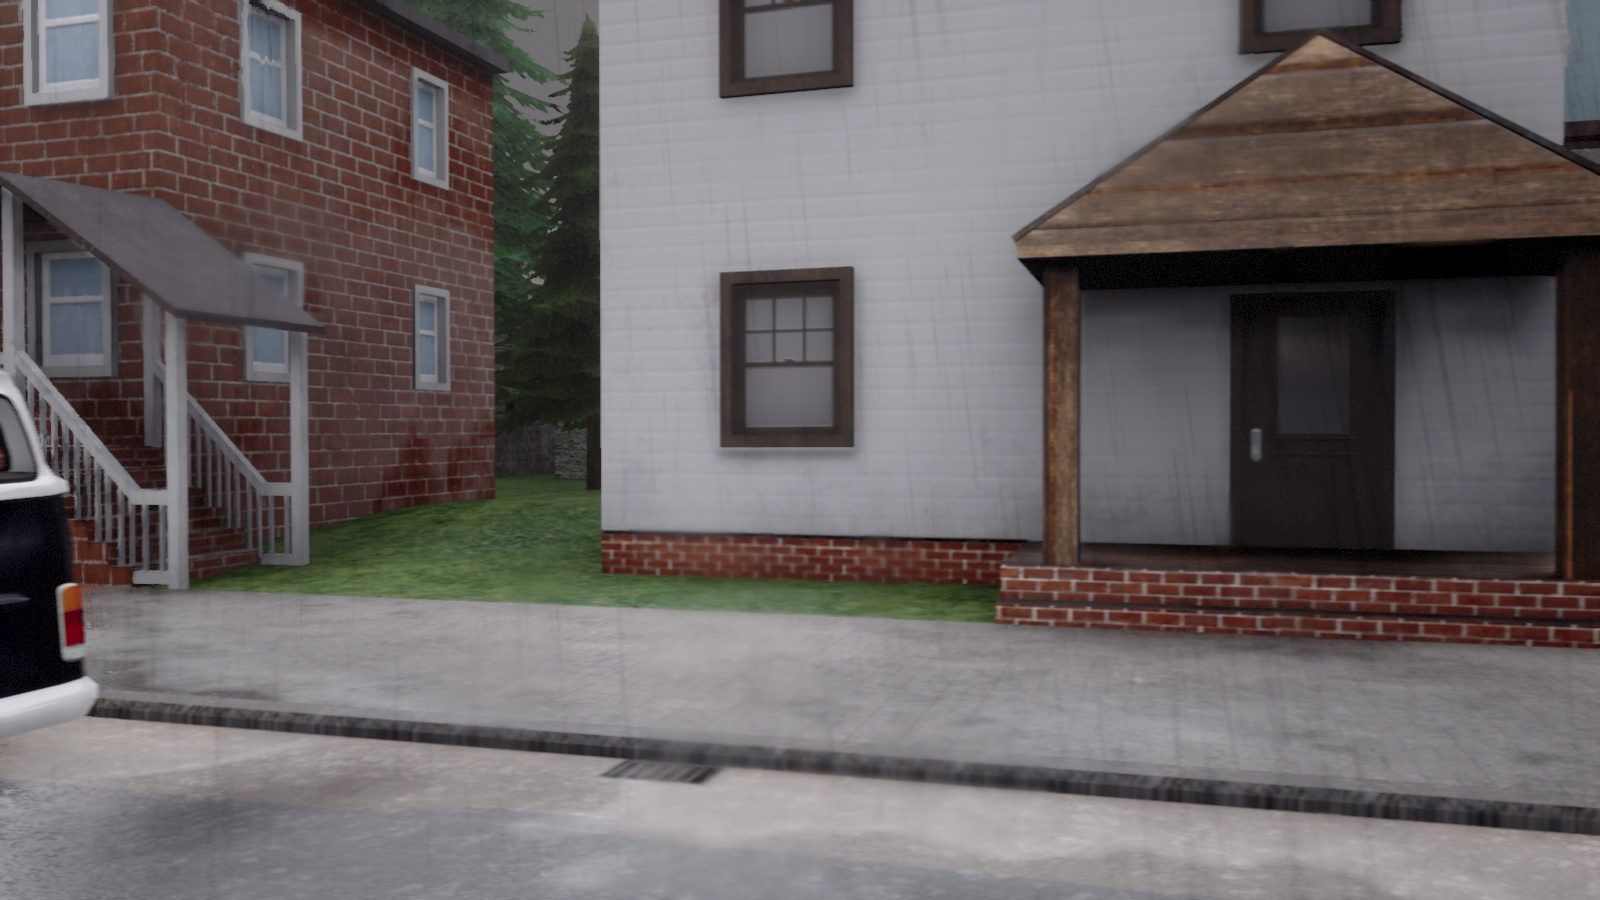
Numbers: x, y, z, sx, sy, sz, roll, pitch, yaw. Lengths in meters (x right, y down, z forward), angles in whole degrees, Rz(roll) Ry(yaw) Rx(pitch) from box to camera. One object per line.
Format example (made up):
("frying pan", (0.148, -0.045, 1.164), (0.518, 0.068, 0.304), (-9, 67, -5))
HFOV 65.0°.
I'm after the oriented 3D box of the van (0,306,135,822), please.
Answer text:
("van", (-5.410, 0.435, 5.250), (4.480, 2.038, 2.069), (1, 1, 17))
